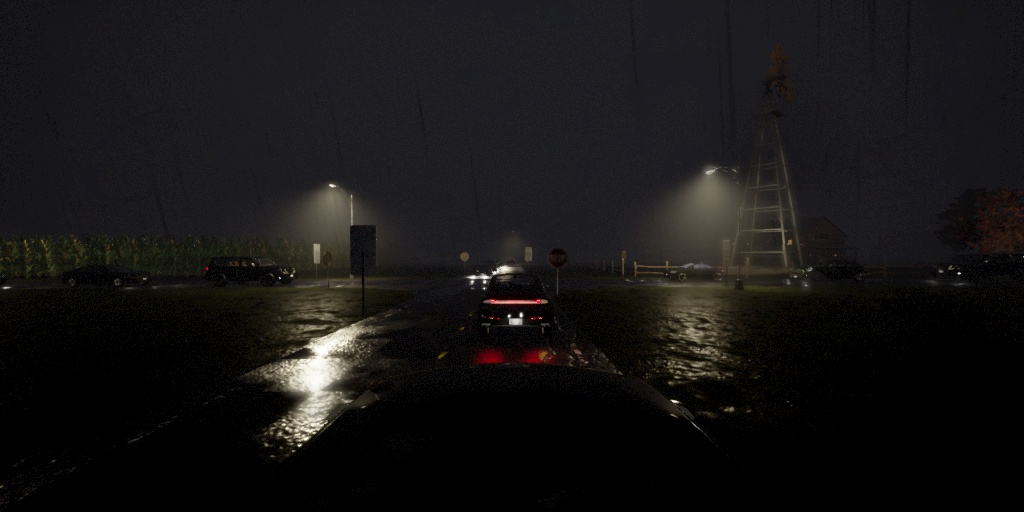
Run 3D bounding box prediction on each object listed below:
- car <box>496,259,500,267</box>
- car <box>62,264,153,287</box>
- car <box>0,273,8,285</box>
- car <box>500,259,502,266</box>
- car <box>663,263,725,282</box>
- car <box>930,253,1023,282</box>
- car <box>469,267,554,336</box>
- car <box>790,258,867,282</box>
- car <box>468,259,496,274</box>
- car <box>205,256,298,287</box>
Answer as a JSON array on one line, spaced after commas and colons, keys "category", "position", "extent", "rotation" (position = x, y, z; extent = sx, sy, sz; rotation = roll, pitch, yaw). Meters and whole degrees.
[{"category": "car", "position": [-2.933, 1.220, 47.205], "extent": [1.837, 1.490, 4.892], "rotation": [0, 0, 0]}, {"category": "car", "position": [-28.189, 1.332, 25.066], "extent": [5.008, 1.535, 1.882], "rotation": [0, 1, 0]}, {"category": "car", "position": [-38.429, 1.419, 25.017], "extent": [4.674, 1.442, 1.812], "rotation": [0, 1, -1]}, {"category": "car", "position": [-2.940, 1.300, 59.426], "extent": [1.895, 1.301, 4.718], "rotation": [0, 0, 0]}, {"category": "car", "position": [13.920, 1.229, 27.542], "extent": [4.181, 1.385, 1.994], "rotation": [0, 1, 2]}, {"category": "car", "position": [35.074, 0.811, 26.861], "extent": [5.566, 2.045, 2.150], "rotation": [0, 1, 2]}, {"category": "car", "position": [0.094, 1.239, 10.340], "extent": [2.128, 1.511, 4.902], "rotation": [0, 0, 0]}, {"category": "car", "position": [23.901, 0.983, 27.262], "extent": [4.553, 1.767, 2.097], "rotation": [0, 1, 2]}, {"category": "car", "position": [-3.204, 1.292, 37.167], "extent": [1.994, 1.385, 4.181], "rotation": [0, 0, 4]}, {"category": "car", "position": [-18.154, 1.039, 25.060], "extent": [5.566, 2.045, 2.150], "rotation": [0, 1, 0]}]
